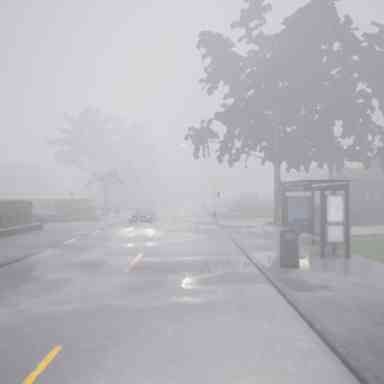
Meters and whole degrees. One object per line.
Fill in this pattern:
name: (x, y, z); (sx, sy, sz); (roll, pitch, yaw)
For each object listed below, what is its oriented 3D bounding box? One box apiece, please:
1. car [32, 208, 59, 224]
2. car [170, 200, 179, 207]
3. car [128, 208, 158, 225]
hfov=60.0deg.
car: (-12.884, 1.705, 24.784); (5.357, 1.415, 2.033); (0, -1, 3)
car: (-3.997, 2.623, 77.256); (2.033, 1.411, 5.357); (0, -1, 0)
car: (-4.040, 1.990, 27.690); (1.895, 1.301, 4.718); (0, -1, 0)
